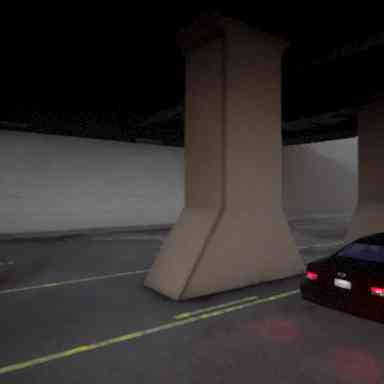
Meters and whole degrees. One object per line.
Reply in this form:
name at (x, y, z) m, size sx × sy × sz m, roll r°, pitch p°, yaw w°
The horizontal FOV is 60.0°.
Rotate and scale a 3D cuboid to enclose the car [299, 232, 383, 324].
car at (4.535, 1.581, 6.986) m, size 5.357 × 1.411 × 2.033 m, roll 0°, pitch 0°, yaw -36°
